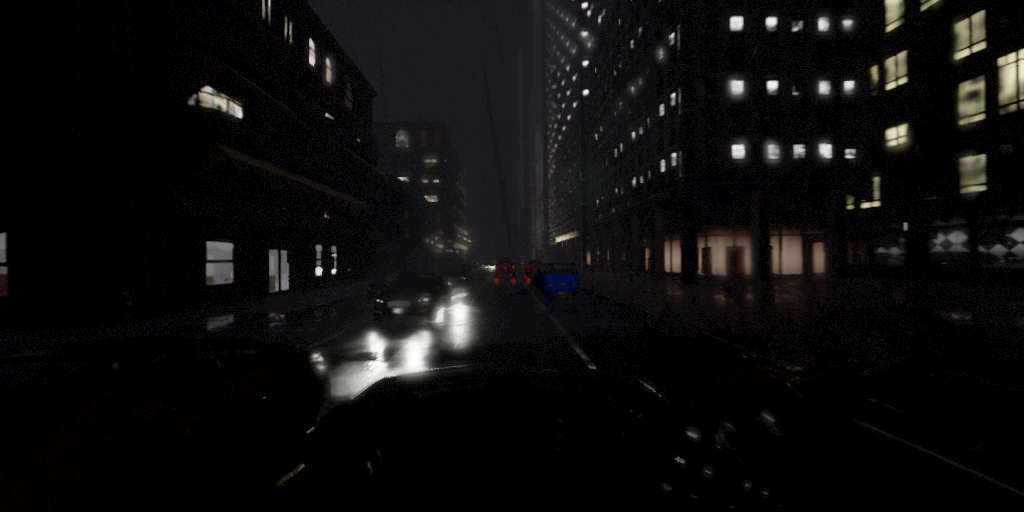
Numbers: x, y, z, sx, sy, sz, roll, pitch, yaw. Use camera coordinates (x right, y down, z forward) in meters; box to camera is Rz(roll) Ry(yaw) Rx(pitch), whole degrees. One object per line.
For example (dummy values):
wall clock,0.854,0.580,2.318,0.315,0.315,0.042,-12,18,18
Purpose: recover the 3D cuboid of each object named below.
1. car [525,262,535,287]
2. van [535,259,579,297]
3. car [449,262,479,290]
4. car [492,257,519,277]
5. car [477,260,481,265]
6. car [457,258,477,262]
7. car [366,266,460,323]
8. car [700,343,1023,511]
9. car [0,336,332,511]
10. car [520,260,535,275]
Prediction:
car,2.211,1.319,24.323,2.007,1.370,4.403,0,0,-1
van,2.344,1.095,18.676,1.690,1.789,3.998,0,0,-1
car,-3.552,1.337,23.139,2.128,1.511,4.902,-1,0,-1
car,-0.696,1.191,37.234,2.097,1.767,4.553,-1,0,-1
car,-7.097,1.564,63.655,1.948,1.339,4.313,0,0,-1
car,-6.831,1.278,52.361,2.192,1.841,5.009,0,0,-1
car,-3.317,1.310,12.703,2.128,1.511,4.902,-1,0,-1
car,2.743,1.152,1.735,1.967,1.591,4.097,0,0,-1
car,-3.081,1.358,2.558,1.994,1.385,4.181,-1,0,-2
car,2.318,1.151,37.211,2.097,1.767,4.553,-1,0,-1
